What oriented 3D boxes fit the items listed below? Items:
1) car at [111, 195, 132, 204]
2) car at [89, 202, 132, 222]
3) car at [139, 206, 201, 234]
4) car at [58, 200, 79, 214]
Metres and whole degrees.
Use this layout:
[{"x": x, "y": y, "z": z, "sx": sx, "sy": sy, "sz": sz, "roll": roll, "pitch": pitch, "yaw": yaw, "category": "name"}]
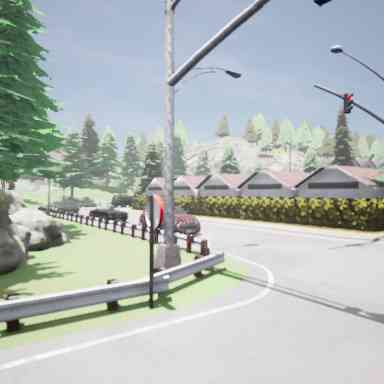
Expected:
[{"x": -10.555, "y": 1.514, "z": 53.964, "sx": 2.150, "sy": 2.045, "sz": 5.566, "roll": 0, "pitch": 0, "yaw": 37, "category": "car"}, {"x": -7.103, "y": 1.846, "z": 28.307, "sx": 1.895, "sy": 1.301, "sz": 4.718, "roll": 0, "pitch": 0, "yaw": -35, "category": "car"}, {"x": -1.422, "y": 1.597, "z": 20.225, "sx": 2.097, "sy": 1.767, "sz": 4.553, "roll": 0, "pitch": 0, "yaw": -35, "category": "car"}, {"x": -14.733, "y": 1.746, "z": 39.526, "sx": 1.837, "sy": 1.490, "sz": 4.892, "roll": -1, "pitch": 1, "yaw": -30, "category": "car"}]
